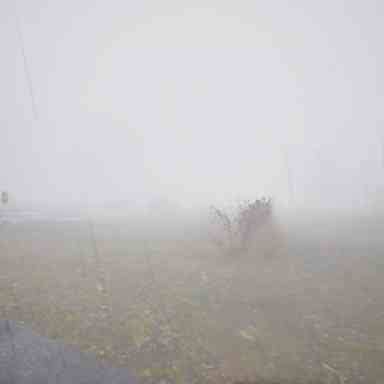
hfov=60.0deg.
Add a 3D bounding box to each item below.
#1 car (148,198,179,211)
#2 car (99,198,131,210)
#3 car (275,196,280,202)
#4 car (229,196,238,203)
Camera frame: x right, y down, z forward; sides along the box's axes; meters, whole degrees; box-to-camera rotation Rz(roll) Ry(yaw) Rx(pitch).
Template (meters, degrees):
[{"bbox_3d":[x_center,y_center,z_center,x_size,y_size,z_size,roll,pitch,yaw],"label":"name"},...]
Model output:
[{"bbox_3d":[-3.609,1.606,42.918,1.837,1.490,4.892,0,0,34],"label":"car"},{"bbox_3d":[-10.446,1.641,45.310,1.837,1.490,4.892,0,2,34],"label":"car"},{"bbox_3d":[21.039,1.727,84.904,2.128,1.511,4.902,0,0,28],"label":"car"},{"bbox_3d":[10.299,1.647,76.268,1.882,1.535,5.008,0,0,34],"label":"car"}]
